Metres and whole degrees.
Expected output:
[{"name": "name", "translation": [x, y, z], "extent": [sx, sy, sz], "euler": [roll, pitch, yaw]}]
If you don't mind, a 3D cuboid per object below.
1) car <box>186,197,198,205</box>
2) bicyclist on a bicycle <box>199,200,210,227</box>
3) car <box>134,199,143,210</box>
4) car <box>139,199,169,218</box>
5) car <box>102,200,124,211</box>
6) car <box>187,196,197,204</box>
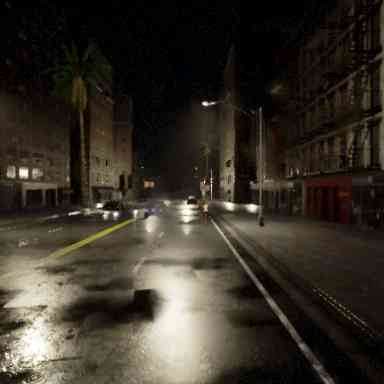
[{"name": "car", "translation": [0.043, 1.655, 60.612], "extent": [2.128, 1.511, 4.902], "euler": [0, 0, 0]}, {"name": "bicyclist on a bicycle", "translation": [0.888, 1.481, 21.364], "extent": [0.582, 1.620, 1.656], "euler": [0, 0, 0]}, {"name": "car", "translation": [-6.594, 1.618, 44.818], "extent": [1.812, 1.442, 4.674], "euler": [0, 0, 0]}, {"name": "car", "translation": [-3.158, 1.594, 30.126], "extent": [2.033, 1.411, 5.357], "euler": [0, 0, 0]}, {"name": "car", "translation": [-9.842, 1.646, 41.871], "extent": [1.994, 1.385, 4.181], "euler": [0, 0, 0]}, {"name": "car", "translation": [-0.023, 1.754, 74.328], "extent": [2.128, 1.511, 4.902], "euler": [0, 0, 0]}]
